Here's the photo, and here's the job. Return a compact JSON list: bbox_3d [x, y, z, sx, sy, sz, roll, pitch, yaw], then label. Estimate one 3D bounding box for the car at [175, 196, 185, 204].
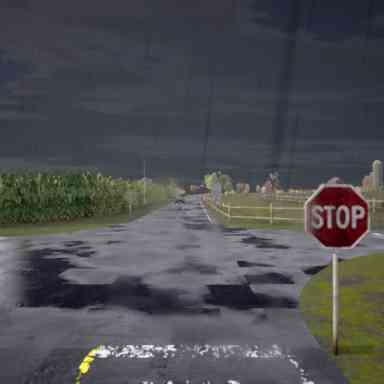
[{"bbox_3d":[-2.354,1.561,65.462,2.033,1.411,5.357,0,0,0],"label":"car"}]
